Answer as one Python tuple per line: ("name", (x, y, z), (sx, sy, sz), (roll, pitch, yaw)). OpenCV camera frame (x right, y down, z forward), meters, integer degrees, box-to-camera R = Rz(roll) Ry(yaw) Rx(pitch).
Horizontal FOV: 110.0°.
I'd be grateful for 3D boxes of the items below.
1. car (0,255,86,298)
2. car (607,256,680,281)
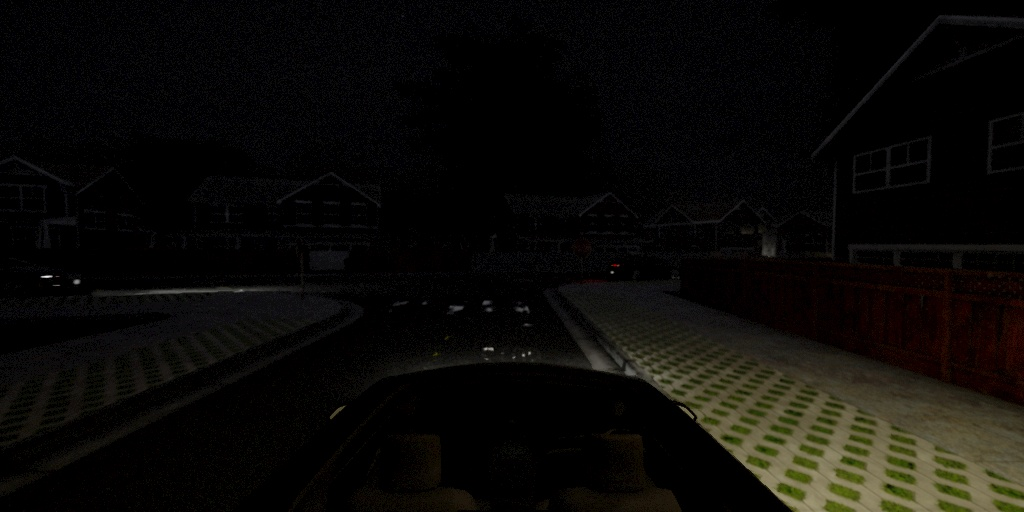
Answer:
("car", (-18.456, 0.690, 12.453), (4.902, 1.511, 2.128), (0, 2, -20))
("car", (8.278, 0.725, 22.348), (4.892, 1.490, 1.837), (0, 2, -20))
